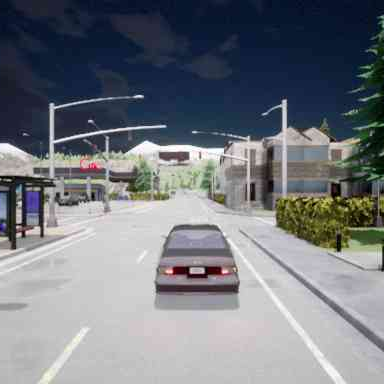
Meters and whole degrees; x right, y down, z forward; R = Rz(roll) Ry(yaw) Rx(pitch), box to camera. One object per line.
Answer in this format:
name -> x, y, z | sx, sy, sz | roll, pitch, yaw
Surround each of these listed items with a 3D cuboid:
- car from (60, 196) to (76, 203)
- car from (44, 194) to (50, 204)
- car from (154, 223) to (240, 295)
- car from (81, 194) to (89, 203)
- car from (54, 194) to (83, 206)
car -> -25.944, 1.578, 69.540 | 1.970, 1.475, 3.806 | 0, 0, 0
car -> -25.884, 1.311, 61.061 | 1.932, 1.855, 4.605 | 0, 0, 0
car -> 0.101, 1.551, 8.871 | 2.033, 1.411, 5.357 | 0, 0, 0
car -> -22.618, 1.294, 68.938 | 1.905, 1.878, 3.866 | 0, 0, 0
car -> -18.917, 1.508, 51.068 | 2.007, 1.523, 4.514 | 0, 0, 0
